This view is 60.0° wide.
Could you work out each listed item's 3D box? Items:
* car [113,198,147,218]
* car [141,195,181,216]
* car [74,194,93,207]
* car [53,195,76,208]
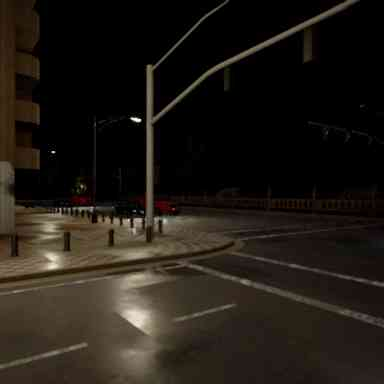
[{"bbox_3d":[-5.751,1.574,30.997,1.837,1.490,4.892,0,0,-36],"label":"car"},{"bbox_3d":[-3.380,1.294,33.686,2.150,2.045,5.566,0,0,-36],"label":"car"},{"bbox_3d":[-17.600,1.299,53.362,2.150,2.045,5.566,0,0,-36],"label":"car"},{"bbox_3d":[-19.250,1.595,49.645,1.812,1.442,4.674,0,0,-36],"label":"car"}]
